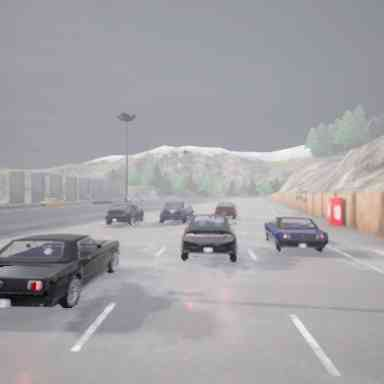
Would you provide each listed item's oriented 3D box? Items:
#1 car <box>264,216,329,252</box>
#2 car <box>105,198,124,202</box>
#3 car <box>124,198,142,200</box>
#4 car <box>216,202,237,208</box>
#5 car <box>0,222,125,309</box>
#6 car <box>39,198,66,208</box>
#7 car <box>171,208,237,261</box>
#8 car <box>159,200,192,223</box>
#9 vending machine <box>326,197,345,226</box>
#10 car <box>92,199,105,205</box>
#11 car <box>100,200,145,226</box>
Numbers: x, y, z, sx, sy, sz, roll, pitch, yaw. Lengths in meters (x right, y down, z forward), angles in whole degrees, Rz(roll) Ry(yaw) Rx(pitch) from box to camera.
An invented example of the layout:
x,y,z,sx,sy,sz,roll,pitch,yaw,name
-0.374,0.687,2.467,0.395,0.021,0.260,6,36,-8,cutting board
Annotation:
x,y,z,sx,sy,sz,roll,pitch,yaw,name
4.331,1.713,14.594,1.895,1.301,4.718,0,0,5,car
-13.027,1.864,59.033,1.837,1.490,4.892,0,2,12,car
-9.651,1.870,58.096,1.812,1.442,4.674,0,0,12,car
3.360,1.698,32.395,1.882,1.535,5.008,0,0,10,car
-3.149,1.639,7.935,1.895,1.301,4.718,0,0,3,car
-21.695,1.716,51.771,1.882,1.535,5.008,0,0,12,car
0.685,1.577,12.663,2.128,1.511,4.902,0,0,4,car
-1.117,1.517,26.751,2.097,1.767,4.553,0,0,9,car
10.465,1.395,24.337,1.100,2.100,0.880,0,0,9,vending machine
-16.329,1.917,60.368,1.895,1.301,4.718,0,0,12,car
-4.934,1.646,25.085,1.837,1.490,4.892,0,0,8,car
